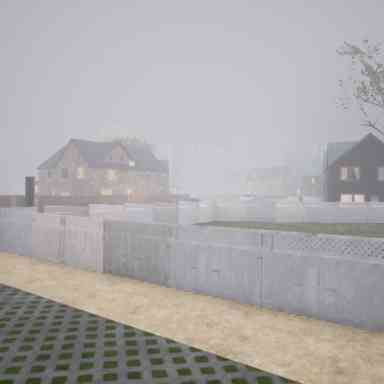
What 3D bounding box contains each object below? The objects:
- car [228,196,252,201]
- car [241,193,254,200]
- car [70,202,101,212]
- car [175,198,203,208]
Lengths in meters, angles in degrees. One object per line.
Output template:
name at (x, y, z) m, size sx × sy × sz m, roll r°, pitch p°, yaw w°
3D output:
car at (5.620, 1.595, 42.716) m, size 2.033 × 1.411 × 5.357 m, roll 2°, pitch 1°, yaw 24°
car at (9.665, 1.234, 59.235) m, size 2.150 × 2.045 × 5.566 m, roll 1°, pitch 0°, yaw 3°
car at (-8.639, 1.498, 26.903) m, size 2.033 × 1.411 × 5.357 m, roll 2°, pitch 1°, yaw 37°
car at (-0.125, 1.443, 38.606) m, size 2.128 × 1.511 × 4.902 m, roll 2°, pitch 1°, yaw 32°
